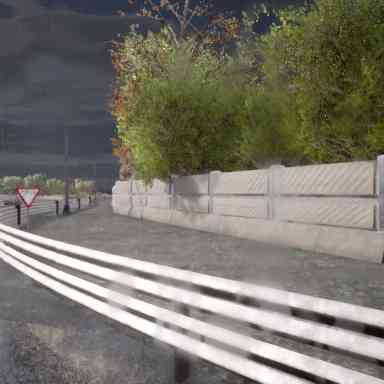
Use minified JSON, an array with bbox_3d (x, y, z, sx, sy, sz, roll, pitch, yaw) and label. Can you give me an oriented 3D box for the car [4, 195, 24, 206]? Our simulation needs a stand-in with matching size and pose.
[{"bbox_3d":[-29.457,1.532,55.099,2.033,1.411,5.357,0,0,-15],"label":"car"}]
